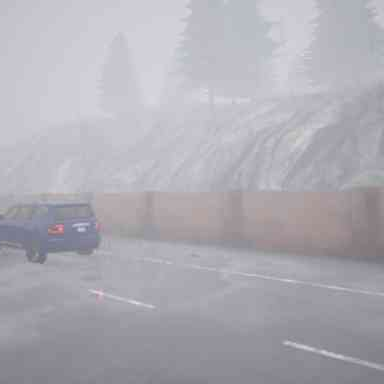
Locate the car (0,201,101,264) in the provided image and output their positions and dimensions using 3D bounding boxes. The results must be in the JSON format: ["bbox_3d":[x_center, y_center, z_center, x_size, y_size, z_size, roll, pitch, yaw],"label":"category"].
[{"bbox_3d":[-5.826,1.374,12.721,5.566,2.045,2.150,-1,0,37],"label":"car"}]
